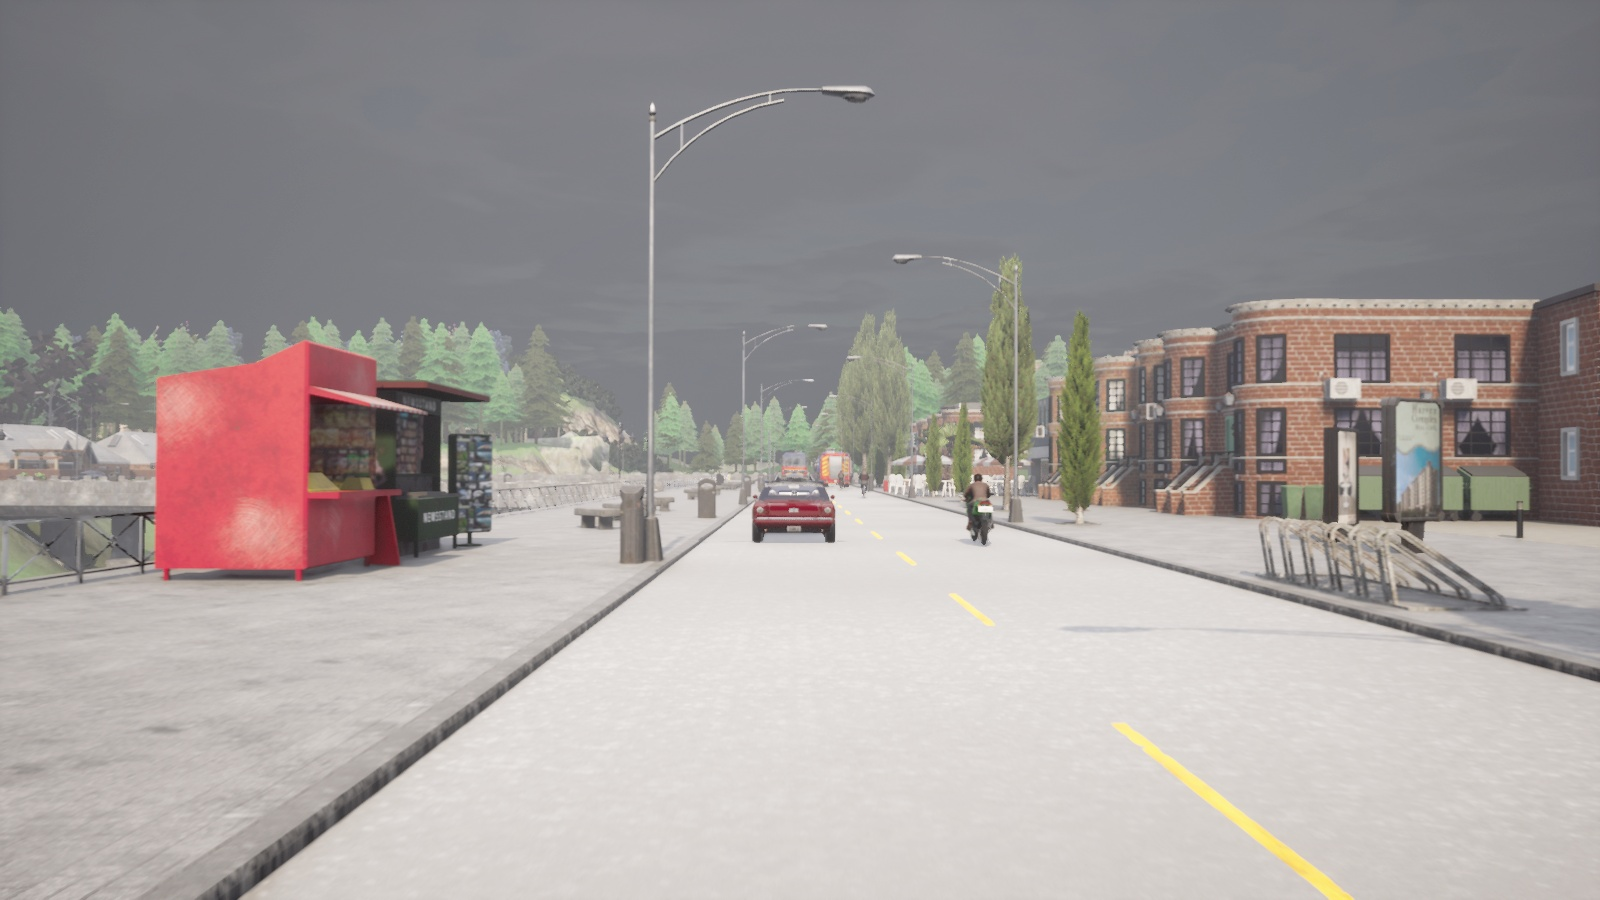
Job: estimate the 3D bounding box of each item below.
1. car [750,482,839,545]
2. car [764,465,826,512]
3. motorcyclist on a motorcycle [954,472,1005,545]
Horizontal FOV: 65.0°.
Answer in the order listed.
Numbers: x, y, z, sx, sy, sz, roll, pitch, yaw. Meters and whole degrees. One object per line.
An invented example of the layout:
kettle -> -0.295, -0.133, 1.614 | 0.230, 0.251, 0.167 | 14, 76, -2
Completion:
car -> -0.124, 1.407, 28.969 | 1.895, 1.301, 4.718 | 0, -1, 0
car -> -0.196, 1.377, 46.124 | 2.152, 1.651, 5.027 | 0, -1, 0
motorcyclist on a motorcycle -> 3.883, 1.245, 27.345 | 0.797, 1.523, 2.044 | 0, -1, 0
